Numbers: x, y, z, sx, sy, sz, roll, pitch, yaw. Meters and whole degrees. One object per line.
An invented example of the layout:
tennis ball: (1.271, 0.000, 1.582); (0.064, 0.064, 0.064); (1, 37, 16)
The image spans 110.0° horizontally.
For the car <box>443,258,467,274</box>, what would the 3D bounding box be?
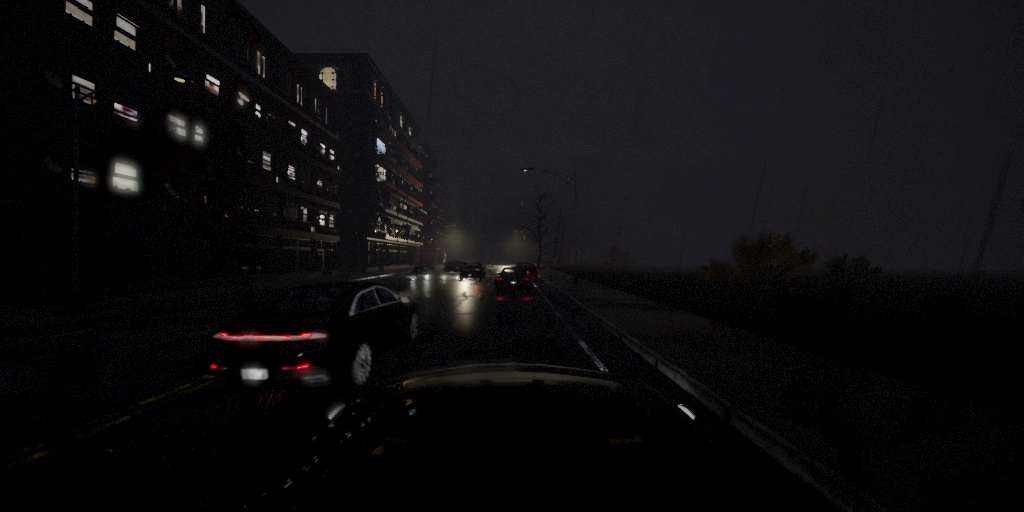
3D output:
car: (-6.686, 1.236, 41.483); (1.882, 1.535, 5.008); (0, 0, 0)

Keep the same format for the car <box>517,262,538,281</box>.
car: (1.077, 1.235, 29.827); (1.882, 1.535, 5.008); (0, 0, 0)

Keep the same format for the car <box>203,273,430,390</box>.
car: (-3.163, 1.242, 6.827); (2.128, 1.511, 4.902); (0, 0, 0)

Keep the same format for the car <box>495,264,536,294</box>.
car: (0.061, 1.319, 20.299); (1.994, 1.385, 4.181); (0, 0, 0)

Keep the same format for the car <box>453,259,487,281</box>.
car: (-3.212, 1.249, 29.794); (2.128, 1.511, 4.902); (0, 0, 0)

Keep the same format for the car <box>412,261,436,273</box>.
car: (-9.933, 1.284, 40.625); (1.812, 1.442, 4.674); (0, 0, 0)
